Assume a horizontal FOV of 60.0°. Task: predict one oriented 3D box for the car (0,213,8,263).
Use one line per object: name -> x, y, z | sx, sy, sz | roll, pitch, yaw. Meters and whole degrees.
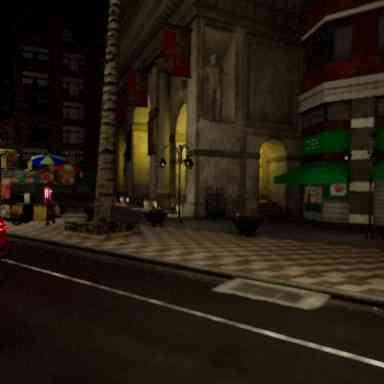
car -> -7.227, 1.009, 9.081 | 5.566, 2.045, 2.150 | 0, 0, 36
